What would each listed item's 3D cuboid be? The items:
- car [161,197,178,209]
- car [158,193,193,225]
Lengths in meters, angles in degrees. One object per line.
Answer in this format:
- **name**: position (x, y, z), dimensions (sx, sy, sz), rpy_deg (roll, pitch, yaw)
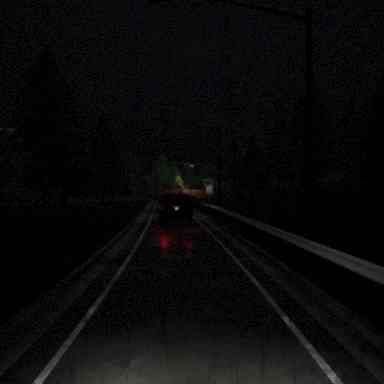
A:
- **car**: position (-2.948, 1.370, 42.329), dimensions (1.994, 1.385, 4.181), rpy_deg (0, 0, -6)
- **car**: position (-1.166, 1.114, 23.330), dimensions (2.150, 2.045, 5.566), rpy_deg (0, 0, -4)
